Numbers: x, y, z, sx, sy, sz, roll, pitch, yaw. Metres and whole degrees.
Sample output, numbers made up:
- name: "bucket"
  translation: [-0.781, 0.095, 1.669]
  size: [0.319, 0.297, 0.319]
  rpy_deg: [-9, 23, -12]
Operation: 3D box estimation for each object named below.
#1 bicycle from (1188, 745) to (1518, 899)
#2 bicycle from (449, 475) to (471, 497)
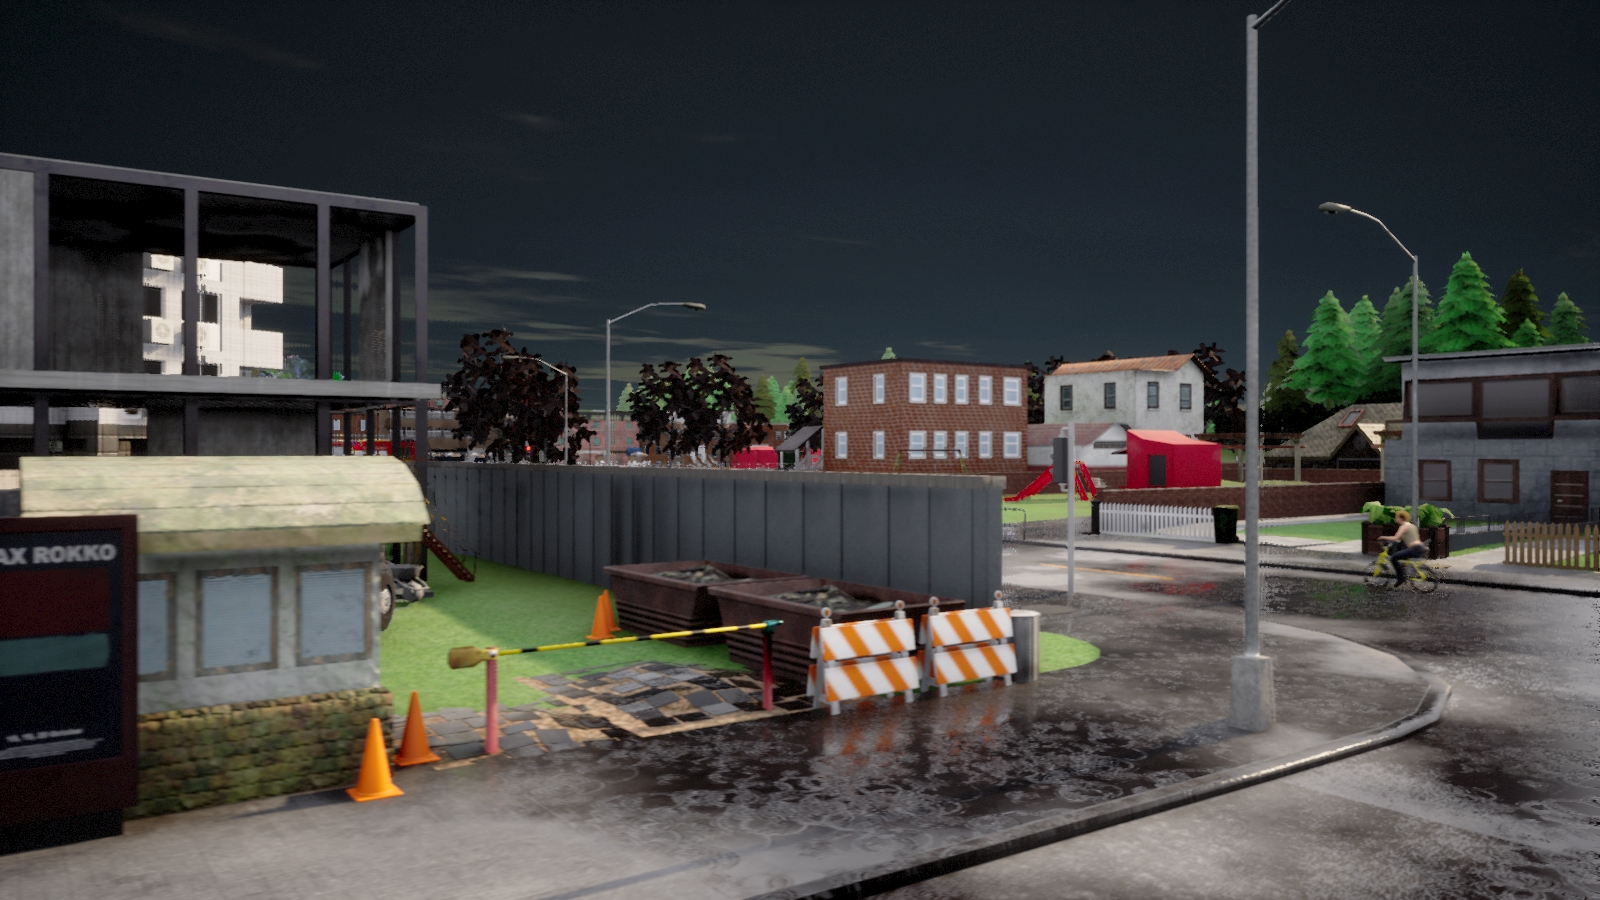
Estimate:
- name: "bicycle"
  translation: [2.218, 2.058, 4.466]
  size: [1.835, 1.471, 0.329]
  rpy_deg: [1, 0, -36]
- name: "bicycle"
  translation: [-20.384, 2.149, 68.470]
  size: [0.859, 1.276, 1.487]
  rpy_deg: [-2, 1, -32]
